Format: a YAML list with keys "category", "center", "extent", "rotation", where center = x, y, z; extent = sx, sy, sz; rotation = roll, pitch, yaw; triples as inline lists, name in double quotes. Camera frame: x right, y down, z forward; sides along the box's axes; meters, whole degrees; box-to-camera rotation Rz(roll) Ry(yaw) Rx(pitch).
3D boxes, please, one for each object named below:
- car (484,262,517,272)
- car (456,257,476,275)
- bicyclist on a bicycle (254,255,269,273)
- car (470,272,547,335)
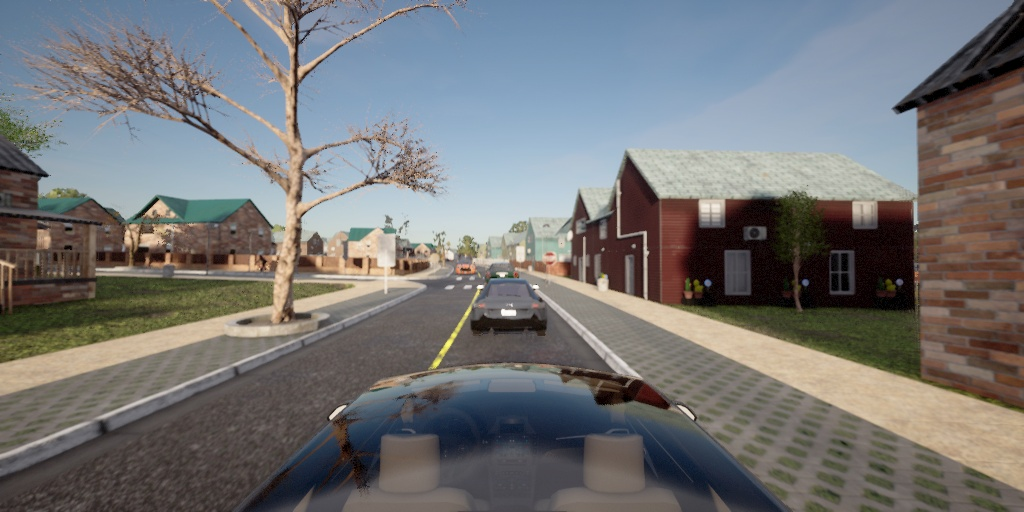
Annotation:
- category: "car"
  center: [-0.702, 1.169, 23.030]
  extent: [2.097, 1.767, 4.553]
  rotation: [0, 0, -3]
- category: "car"
  center: [-5.226, 1.221, 40.577]
  extent: [2.097, 1.767, 4.553]
  rotation: [0, 0, -7]
- category: "bicyclist on a bicycle"
  center: [-22.661, 0.720, 32.456]
  extent: [0.582, 1.620, 1.656]
  rotation: [1, -1, 7]
- category: "car"
  center: [-0.111, 1.343, 10.646]
  extent: [1.994, 1.385, 4.181]
  rotation: [0, 0, -1]
